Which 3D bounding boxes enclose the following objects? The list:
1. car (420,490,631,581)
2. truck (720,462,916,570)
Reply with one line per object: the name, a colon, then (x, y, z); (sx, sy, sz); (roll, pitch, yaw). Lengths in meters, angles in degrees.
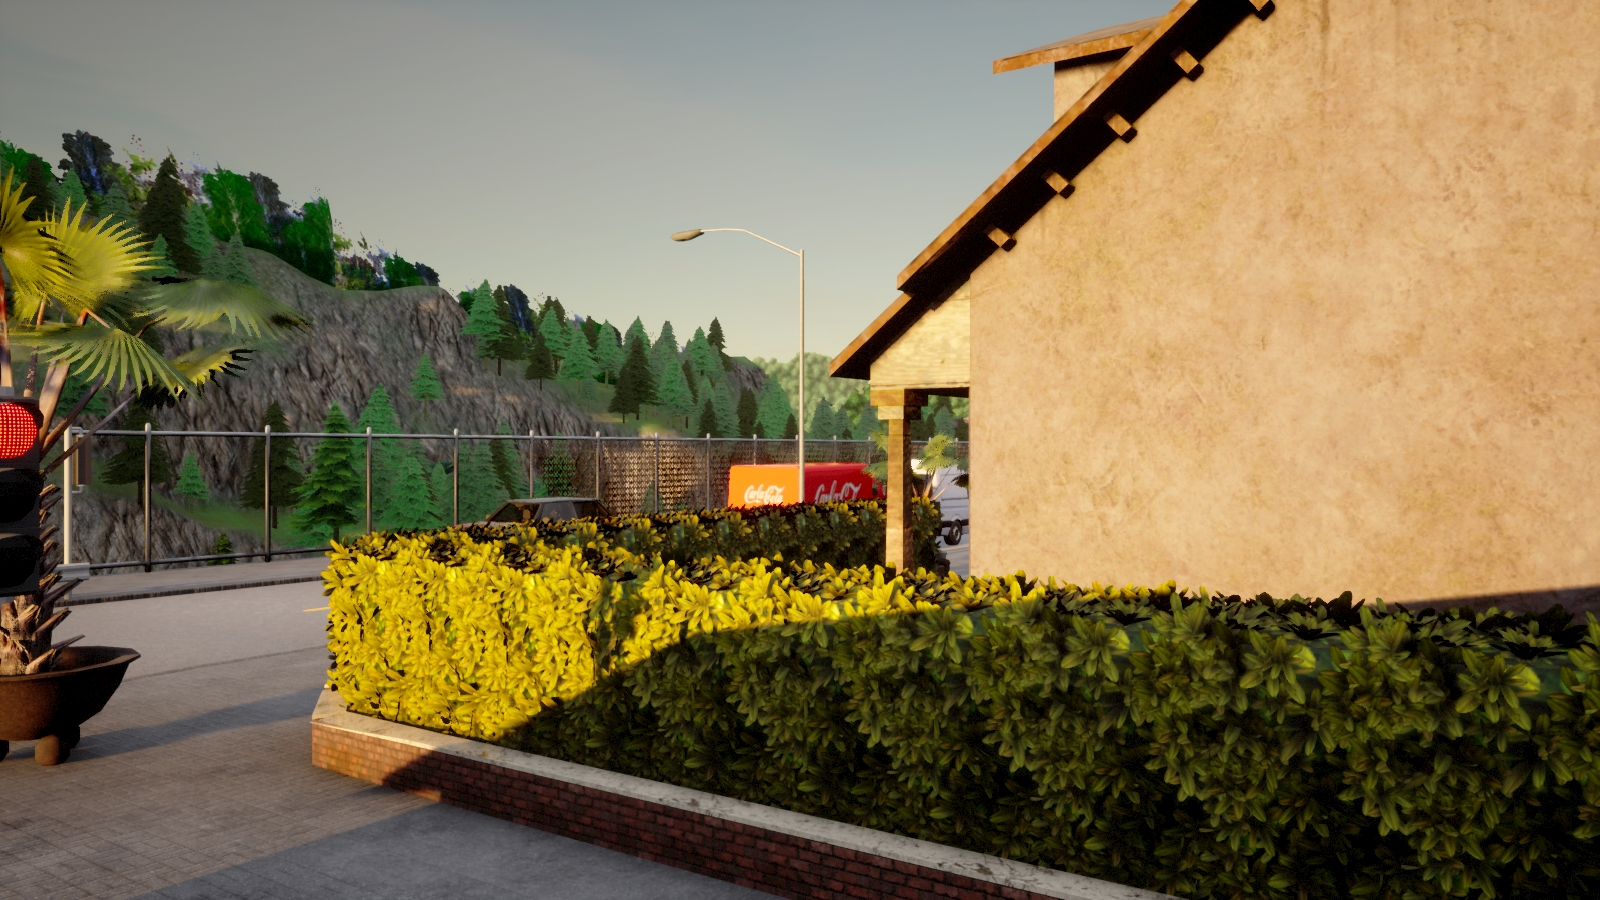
car: (-6.312, 1.906, 26.765); (2.097, 1.767, 4.553); (0, 0, 35)
truck: (0.584, 1.568, 29.600); (2.627, 2.467, 5.204); (0, 0, 35)
